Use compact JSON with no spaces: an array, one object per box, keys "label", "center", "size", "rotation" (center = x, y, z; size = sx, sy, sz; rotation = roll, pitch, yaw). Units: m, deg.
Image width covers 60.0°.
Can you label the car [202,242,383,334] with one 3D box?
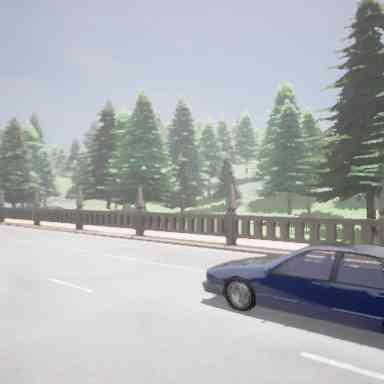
[{"label":"car","center":[2.780,1.687,6.293],"size":[5.357,1.411,2.033],"rotation":[-1,-2,39]}]
